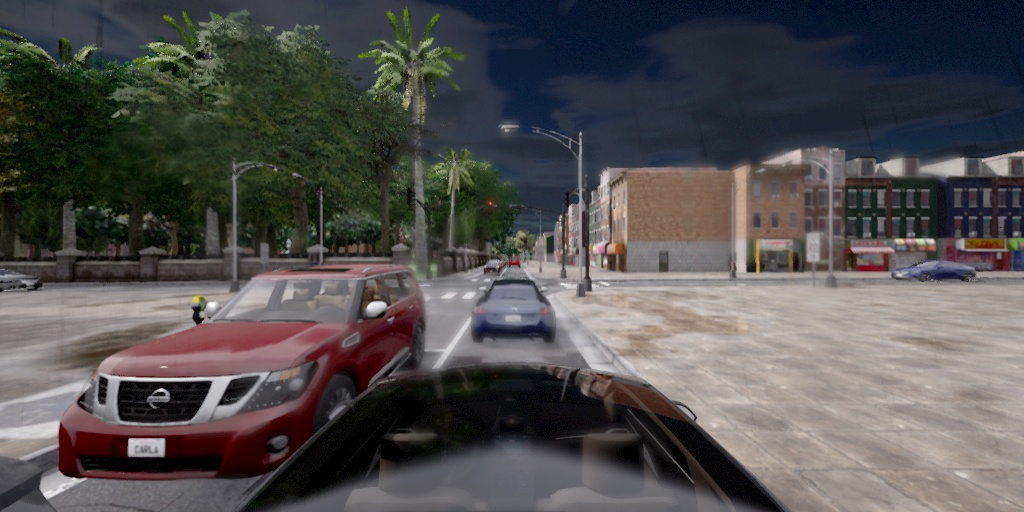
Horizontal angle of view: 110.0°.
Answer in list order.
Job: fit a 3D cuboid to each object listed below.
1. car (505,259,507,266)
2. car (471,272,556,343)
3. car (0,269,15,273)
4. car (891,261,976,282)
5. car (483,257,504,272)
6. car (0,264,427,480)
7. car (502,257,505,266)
[{"bbox_3d":[-2.257,1.450,60.310,1.802,1.307,4.207,0,0,0],"label":"car"},{"bbox_3d":[0.049,1.312,9.713,1.994,1.385,4.181,0,0,1],"label":"car"},{"bbox_3d":[-32.875,1.564,22.670,4.902,1.511,2.128,-1,0,0],"label":"car"},{"bbox_3d":[29.690,1.080,25.275,4.674,1.442,1.812,0,0,0],"label":"car"},{"bbox_3d":[-2.369,1.244,43.246,1.967,1.591,4.097,0,0,0],"label":"car"},{"bbox_3d":[-2.619,1.063,5.100,2.192,1.841,5.009,0,0,0],"label":"car"},{"bbox_3d":[-2.331,1.263,48.933,1.967,1.591,4.097,0,0,0],"label":"car"}]
